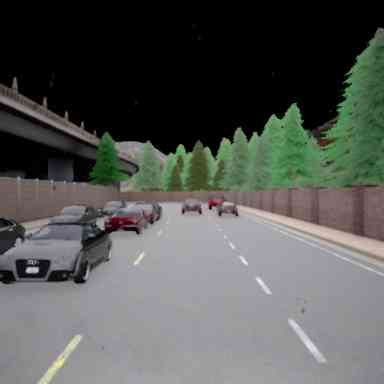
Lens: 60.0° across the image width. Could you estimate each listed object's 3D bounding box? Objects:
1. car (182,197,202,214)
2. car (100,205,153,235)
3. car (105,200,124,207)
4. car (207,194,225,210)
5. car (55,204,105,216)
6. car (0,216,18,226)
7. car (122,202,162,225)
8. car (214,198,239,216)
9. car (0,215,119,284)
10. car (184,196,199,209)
[{"bbox_3d":[-0.034,1.429,36.042,2.097,1.767,4.553,0,0,0],"label":"car"},{"bbox_3d":[-3.663,1.646,19.354,1.895,1.301,4.718,0,0,0],"label":"car"},{"bbox_3d":[-7.165,1.578,31.166,1.837,1.490,4.892,0,0,0],"label":"car"},{"bbox_3d":[3.352,1.315,45.388,2.150,2.045,5.566,0,0,0],"label":"car"},{"bbox_3d":[-7.168,1.556,20.759,1.837,1.490,4.892,0,0,0],"label":"car"},{"bbox_3d":[-7.135,1.534,10.602,1.837,1.490,4.892,0,0,0],"label":"car"},{"bbox_3d":[-3.590,1.562,24.841,1.882,1.535,5.008,0,0,0],"label":"car"},{"bbox_3d":[3.441,1.593,32.819,1.812,1.442,4.674,0,0,0],"label":"car"},{"bbox_3d":[-3.630,1.588,9.544,1.994,1.385,4.181,0,0,0],"label":"car"},{"bbox_3d":[-0.095,1.453,47.380,2.097,1.767,4.553,0,0,0],"label":"car"}]
